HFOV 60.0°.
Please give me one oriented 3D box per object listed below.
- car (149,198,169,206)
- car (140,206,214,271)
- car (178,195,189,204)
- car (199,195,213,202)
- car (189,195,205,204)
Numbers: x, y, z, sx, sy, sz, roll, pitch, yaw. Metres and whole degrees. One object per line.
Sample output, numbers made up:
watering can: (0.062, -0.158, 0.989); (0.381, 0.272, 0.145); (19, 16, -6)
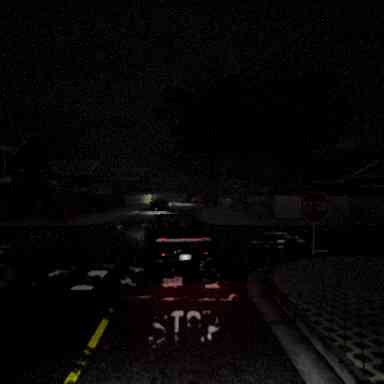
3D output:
car: (-3.691, 1.425, 38.104); (2.033, 1.411, 5.357); (0, 0, 3)
car: (-0.617, 1.445, 10.889); (2.128, 1.511, 4.902); (0, 0, -11)
car: (-1.289, 1.345, 60.823); (1.812, 1.442, 4.674); (0, 0, 9)
car: (2.929, 1.339, 68.652); (2.033, 1.411, 5.357); (1, 0, 13)
car: (1.239, 1.372, 58.530); (1.812, 1.442, 4.674); (0, 0, 9)
